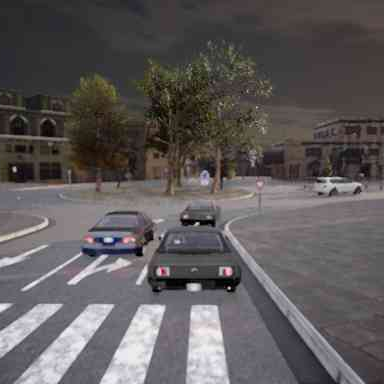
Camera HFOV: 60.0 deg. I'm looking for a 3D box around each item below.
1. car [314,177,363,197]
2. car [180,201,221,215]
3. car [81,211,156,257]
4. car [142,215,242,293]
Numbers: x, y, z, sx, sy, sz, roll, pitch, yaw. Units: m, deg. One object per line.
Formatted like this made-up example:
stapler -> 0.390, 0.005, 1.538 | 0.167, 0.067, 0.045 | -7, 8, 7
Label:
car -> 16.177, -0.622, 36.787 | 5.566, 2.045, 2.150 | -3, 5, -19
car -> 0.648, 1.189, 19.164 | 1.895, 1.301, 4.718 | 0, 3, 9
car -> -2.480, 1.404, 12.435 | 2.033, 1.411, 5.357 | 0, 2, 0
car -> 0.034, 1.538, 8.696 | 1.895, 1.301, 4.718 | 0, 1, 0
